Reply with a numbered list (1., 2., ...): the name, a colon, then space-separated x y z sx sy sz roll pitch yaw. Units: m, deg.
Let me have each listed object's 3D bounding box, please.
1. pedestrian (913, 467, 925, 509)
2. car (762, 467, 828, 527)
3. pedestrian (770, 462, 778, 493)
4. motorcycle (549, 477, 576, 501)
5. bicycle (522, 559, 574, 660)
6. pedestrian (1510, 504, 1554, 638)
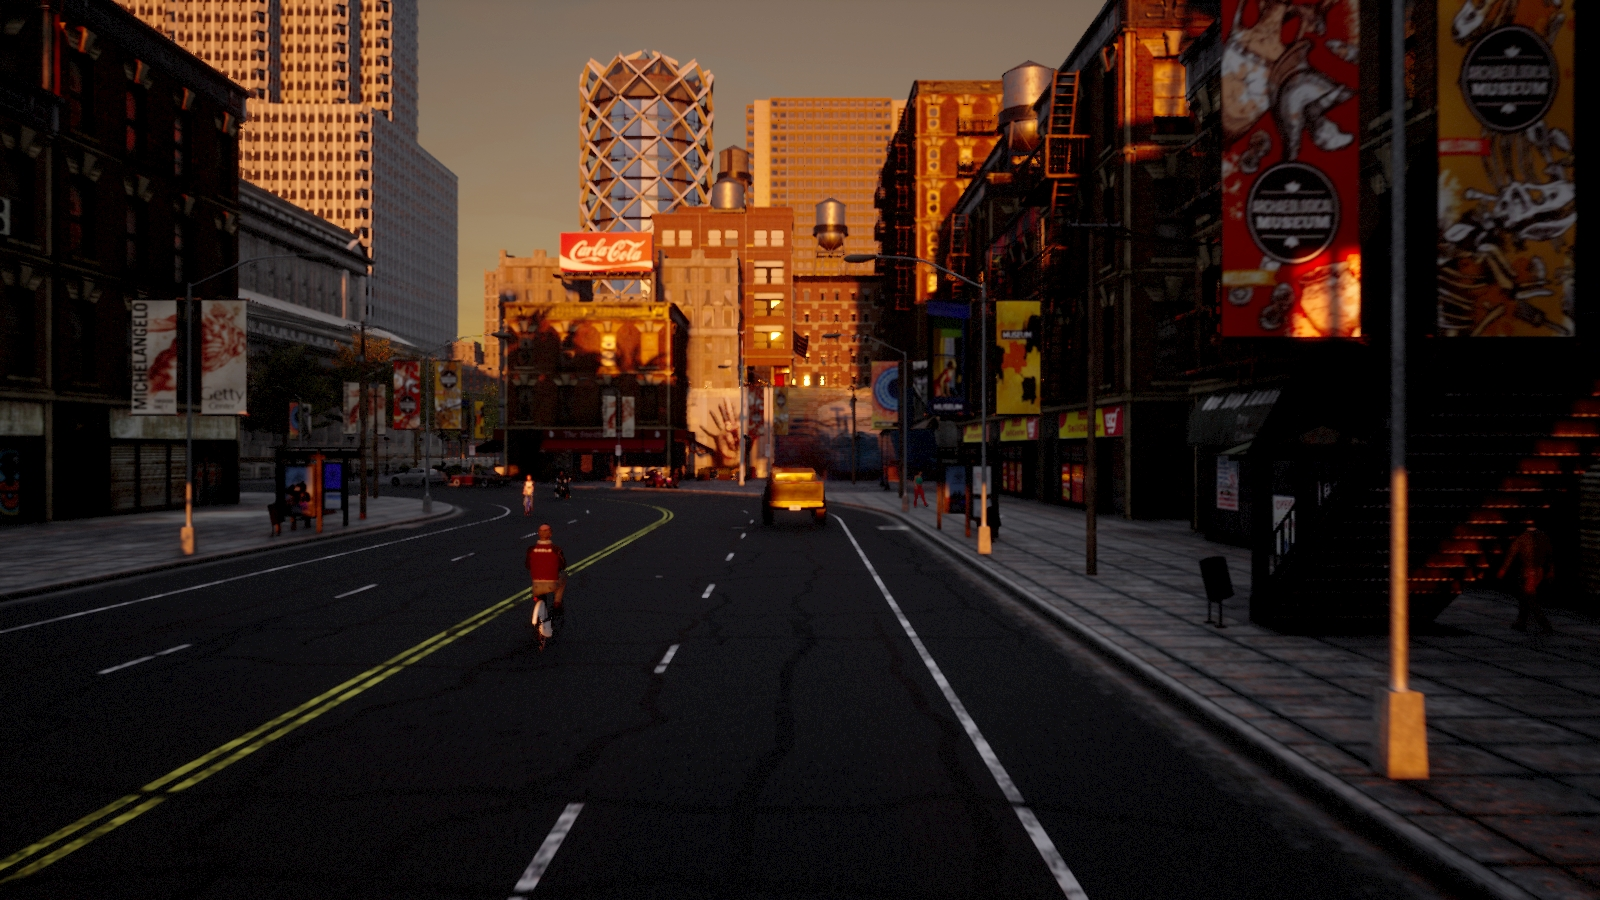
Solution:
1. pedestrian: 5.315 1.696 51.187 0.375 1.860 0.375 0 0 -35
2. car: -0.278 1.754 44.892 2.390 2.098 6.274 0 0 -2
3. pedestrian: -1.593 1.696 70.811 0.375 1.860 0.375 0 0 -33
4. motorcycle: -13.274 2.182 63.848 0.856 1.236 1.805 -1 0 -34
5. bicycle: -3.536 2.210 16.152 0.329 1.171 1.835 0 0 0
6. pedestrian: 10.322 1.696 16.111 0.375 1.860 0.375 0 0 -1
